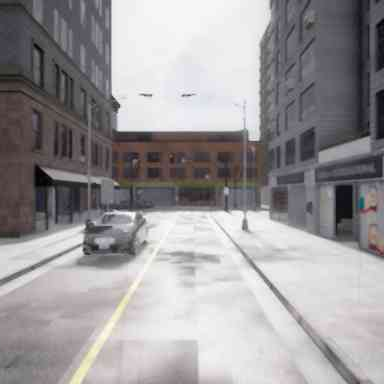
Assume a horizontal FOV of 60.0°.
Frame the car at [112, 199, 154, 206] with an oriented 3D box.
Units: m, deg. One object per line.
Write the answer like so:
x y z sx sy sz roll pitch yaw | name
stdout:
-7.245 1.514 40.035 5.357 1.411 2.033 0 0 0 | car

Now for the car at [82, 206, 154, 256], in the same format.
-2.864 1.523 13.299 2.128 1.511 4.902 0 0 0 | car
